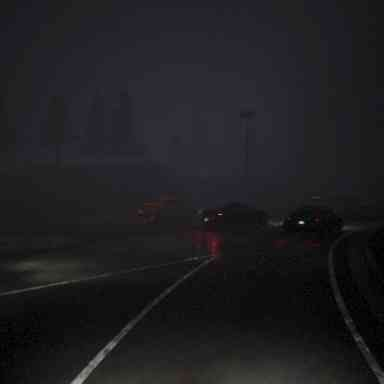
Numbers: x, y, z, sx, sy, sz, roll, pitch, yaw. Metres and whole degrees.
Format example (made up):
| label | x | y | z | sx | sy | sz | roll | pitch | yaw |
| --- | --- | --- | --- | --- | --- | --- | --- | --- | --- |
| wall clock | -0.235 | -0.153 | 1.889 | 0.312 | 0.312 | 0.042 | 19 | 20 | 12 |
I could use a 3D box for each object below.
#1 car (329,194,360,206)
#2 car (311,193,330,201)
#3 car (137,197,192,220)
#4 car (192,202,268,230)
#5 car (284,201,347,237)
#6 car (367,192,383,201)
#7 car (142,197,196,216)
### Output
| label | x | y | z | sx | sy | sz | roll | pitch | yaw |
| --- | --- | --- | --- | --- | --- | --- | --- | --- | --- |
| car | 20.609 | 1.035 | 44.248 | 4.181 | 1.385 | 1.994 | 0 | 1 | -41 |
| car | 18.896 | 0.928 | 47.390 | 4.902 | 1.511 | 2.128 | -1 | 1 | -41 |
| car | -1.749 | 1.188 | 25.023 | 5.008 | 1.535 | 1.882 | -1 | 1 | -41 |
| car | 2.517 | 1.297 | 19.464 | 4.674 | 1.442 | 1.812 | 0 | 1 | -41 |
| car | 6.200 | 1.363 | 16.835 | 1.994 | 1.385 | 4.181 | 0 | 1 | 36 |
| car | 33.323 | 0.789 | 59.884 | 4.892 | 1.490 | 1.837 | -1 | 1 | -40 |
| car | -1.953 | 1.185 | 29.466 | 4.674 | 1.442 | 1.812 | -1 | 1 | -41 |
